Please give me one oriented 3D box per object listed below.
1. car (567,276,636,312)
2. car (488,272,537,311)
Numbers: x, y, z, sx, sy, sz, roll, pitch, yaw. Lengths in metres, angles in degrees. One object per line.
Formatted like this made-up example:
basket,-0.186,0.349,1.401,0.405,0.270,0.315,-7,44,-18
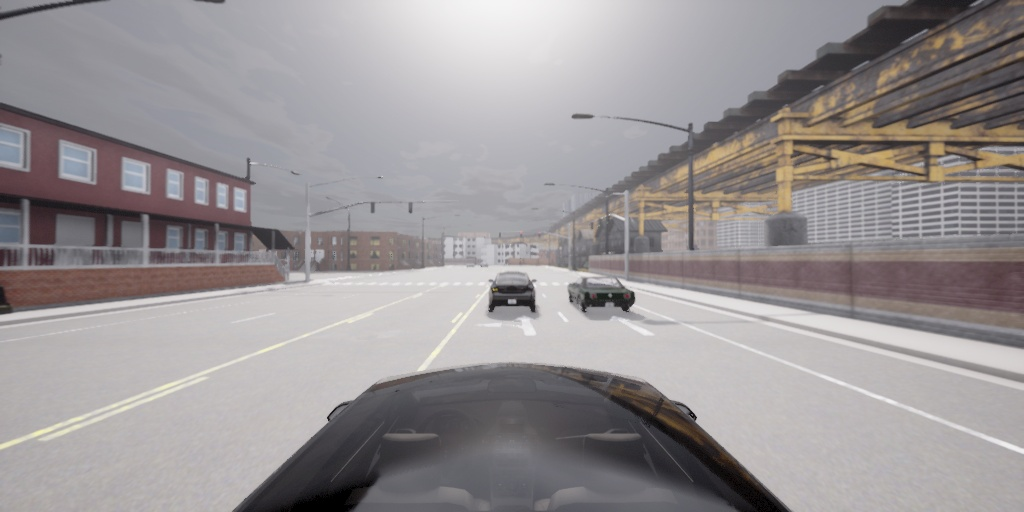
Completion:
car,3.521,1.495,15.079,1.895,1.301,4.718,0,-1,0
car,0.025,1.404,15.334,1.837,1.490,4.892,0,0,0
